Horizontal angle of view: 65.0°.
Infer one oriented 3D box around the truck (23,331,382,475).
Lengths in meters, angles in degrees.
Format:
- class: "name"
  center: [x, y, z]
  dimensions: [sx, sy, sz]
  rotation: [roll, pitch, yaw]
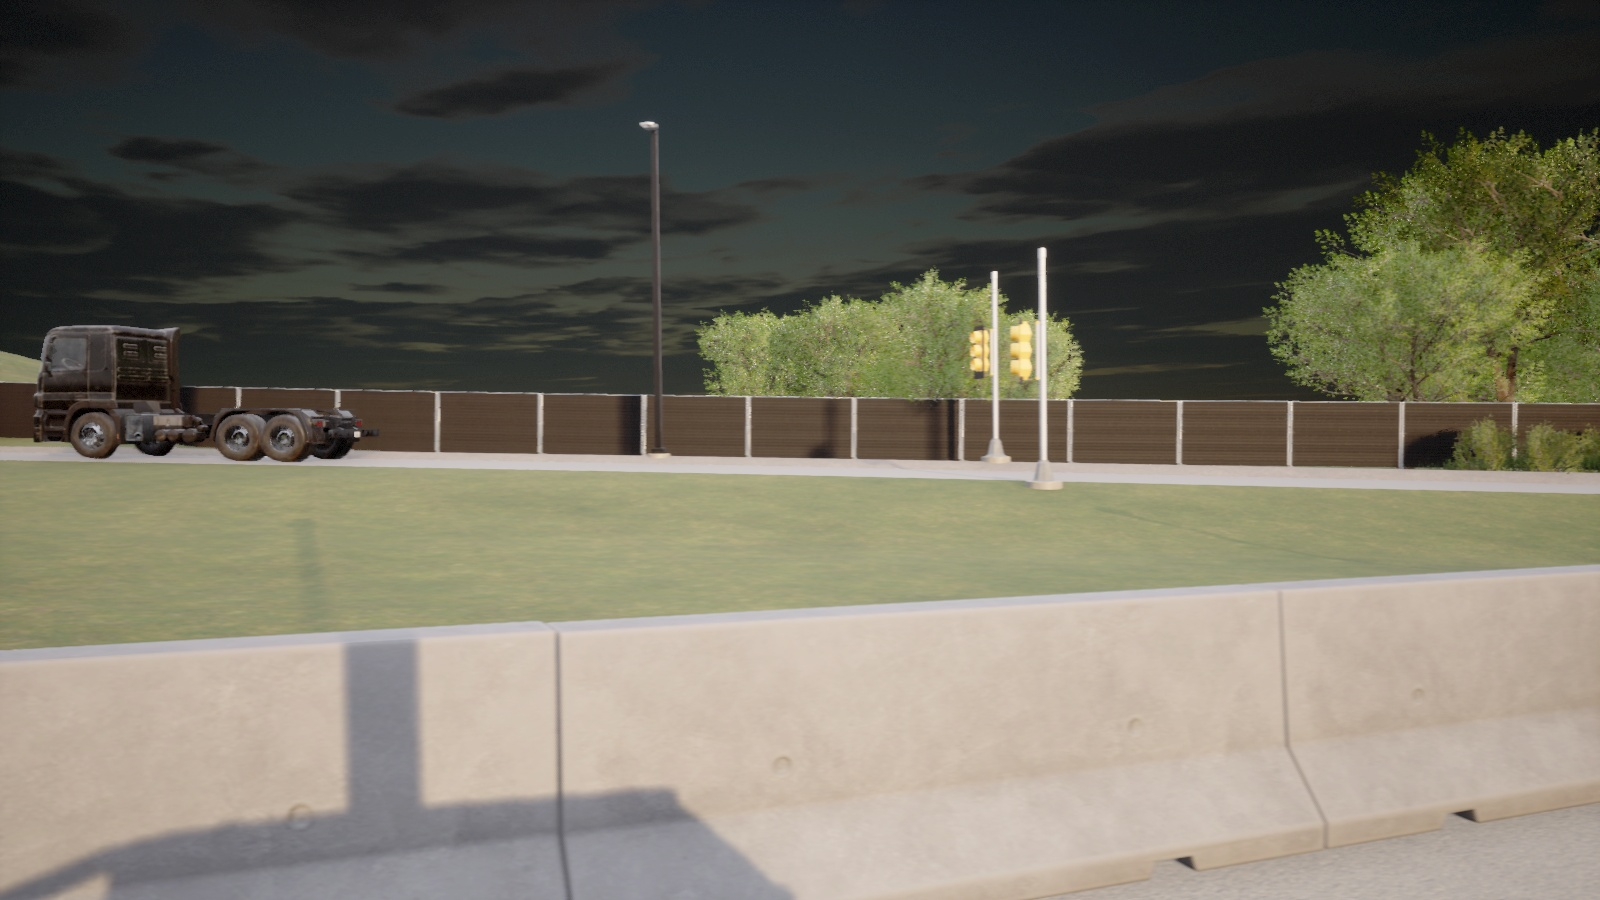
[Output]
- class: "truck"
  center: [-15.255, -1.164, 32.373]
  dimensions: [7.936, 3.462, 2.891]
  rotation: [0, 2, 6]
